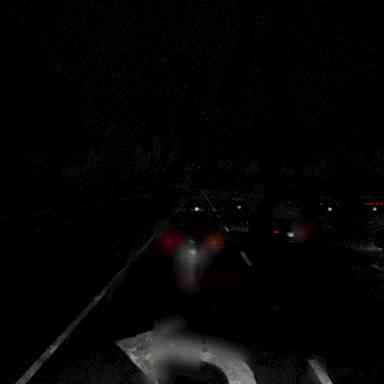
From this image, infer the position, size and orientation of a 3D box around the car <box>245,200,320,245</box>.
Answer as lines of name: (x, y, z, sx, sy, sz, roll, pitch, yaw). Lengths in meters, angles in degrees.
car: (3.612, 1.304, 14.232, 1.812, 1.442, 4.674, 0, 1, 1)

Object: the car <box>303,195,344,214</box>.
car: (10.950, 1.059, 28.677, 1.837, 1.490, 4.892, 0, 1, 1)

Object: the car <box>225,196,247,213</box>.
car: (3.961, 1.065, 29.764, 1.812, 1.442, 4.674, 0, 1, 1)

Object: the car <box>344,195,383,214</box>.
car: (14.449, 1.060, 28.598, 1.837, 1.490, 4.892, 0, 1, 1)

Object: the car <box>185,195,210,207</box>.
car: (0.452, 1.058, 28.877, 1.837, 1.490, 4.892, 0, 1, 1)

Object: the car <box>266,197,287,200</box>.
car: (7.463, 1.110, 29.289, 1.994, 1.385, 4.181, 0, 1, 1)

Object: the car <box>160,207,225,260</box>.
car: (0.066, 1.419, 11.674, 1.895, 1.301, 4.718, 0, 1, 1)

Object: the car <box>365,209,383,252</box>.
car: (7.001, 1.409, 8.769, 2.033, 1.411, 5.357, 0, 1, 1)
